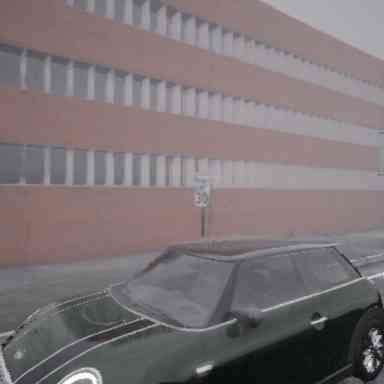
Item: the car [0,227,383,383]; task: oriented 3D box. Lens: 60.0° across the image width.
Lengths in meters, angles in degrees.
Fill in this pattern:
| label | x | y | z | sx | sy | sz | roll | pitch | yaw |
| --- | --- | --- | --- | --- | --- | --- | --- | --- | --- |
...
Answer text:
| label | x | y | z | sx | sy | sz | roll | pitch | yaw |
| --- | --- | --- | --- | --- | --- | --- | --- | --- | --- |
| car | 0.273 | 1.373 | 3.884 | 4.553 | 1.767 | 2.097 | 1 | 0 | -36 |
